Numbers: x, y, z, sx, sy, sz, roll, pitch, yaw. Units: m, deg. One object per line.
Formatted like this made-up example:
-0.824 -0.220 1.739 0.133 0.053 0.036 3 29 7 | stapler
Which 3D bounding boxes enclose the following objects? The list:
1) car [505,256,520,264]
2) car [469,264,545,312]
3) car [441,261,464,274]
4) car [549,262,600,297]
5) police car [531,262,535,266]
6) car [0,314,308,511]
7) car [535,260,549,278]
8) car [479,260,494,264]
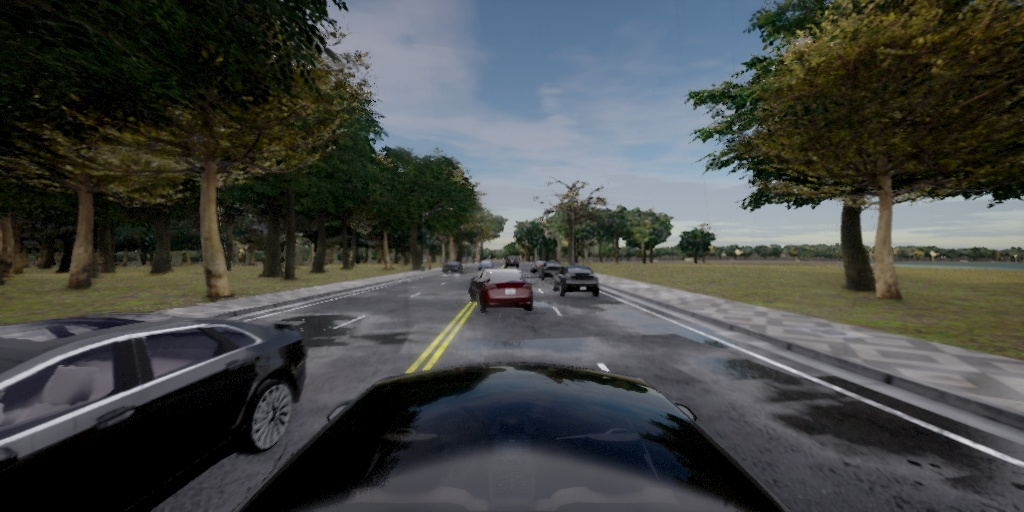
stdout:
0.058 0.971 55.639 2.150 2.045 5.566 0 0 1 | car
-0.507 1.235 14.271 2.163 1.488 4.792 0 0 -12 | car
-6.596 1.267 40.558 2.033 1.411 5.357 0 0 0 | car
3.249 1.231 18.769 1.837 1.490 4.892 0 0 0 | car
3.248 1.226 40.772 2.038 1.542 4.974 0 0 0 | police car
-3.350 1.240 2.286 2.128 1.511 4.902 0 0 0 | car
3.249 1.221 29.770 1.837 1.490 4.892 0 0 0 | car
-3.331 1.254 46.911 1.812 1.442 4.674 0 0 0 | car
